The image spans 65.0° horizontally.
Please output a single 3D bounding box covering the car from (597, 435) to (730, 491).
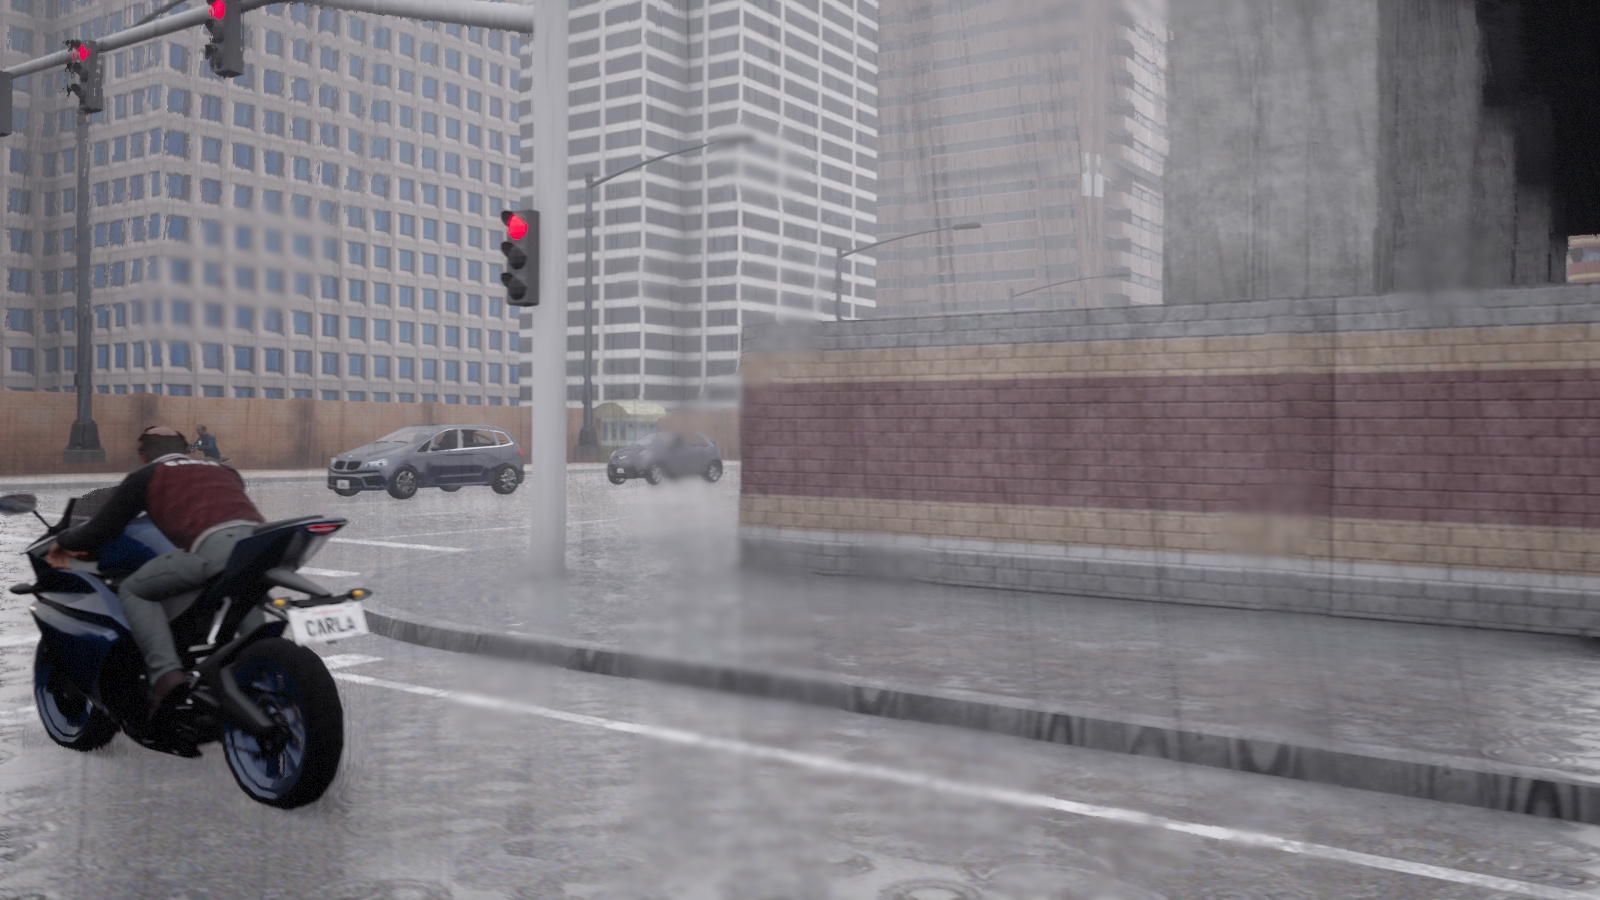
[{"bbox_3d":[-3.826,0.329,35.726,1.845,1.501,3.633,0,1,34],"label":"car"}]

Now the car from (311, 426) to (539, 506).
[{"bbox_3d":[-8.496,0.296,28.833,2.242,1.667,4.611,0,1,34],"label":"car"}]

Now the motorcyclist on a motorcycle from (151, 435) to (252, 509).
[{"bbox_3d":[-13.308,0.466,27.953,0.866,1.590,1.817,0,1,34],"label":"motorcyclist on a motorcycle"}]

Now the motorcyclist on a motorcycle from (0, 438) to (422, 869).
[{"bbox_3d":[-2.725,0.725,5.435,2.191,1.530,0.866,0,1,34],"label":"motorcyclist on a motorcycle"}]
